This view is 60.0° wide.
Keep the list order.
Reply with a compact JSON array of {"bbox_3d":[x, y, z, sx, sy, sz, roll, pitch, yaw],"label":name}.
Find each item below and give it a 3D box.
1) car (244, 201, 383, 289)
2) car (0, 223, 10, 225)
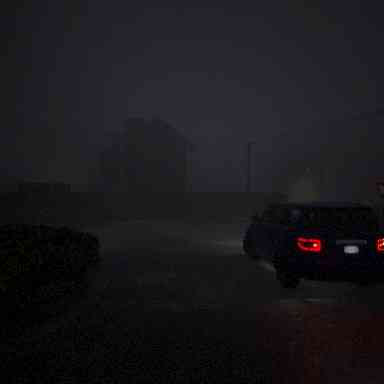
[{"bbox_3d":[3.104,1.271,9.502,2.150,2.045,5.566,0,0,-4],"label":"car"},{"bbox_3d":[-9.668,1.557,13.436,4.674,1.442,1.812,0,0,-23],"label":"car"}]
